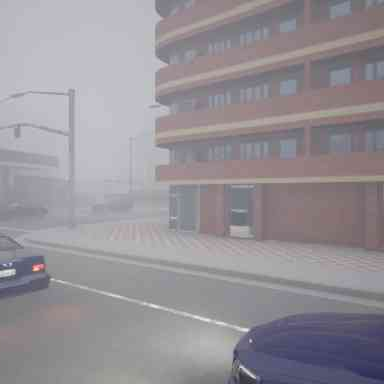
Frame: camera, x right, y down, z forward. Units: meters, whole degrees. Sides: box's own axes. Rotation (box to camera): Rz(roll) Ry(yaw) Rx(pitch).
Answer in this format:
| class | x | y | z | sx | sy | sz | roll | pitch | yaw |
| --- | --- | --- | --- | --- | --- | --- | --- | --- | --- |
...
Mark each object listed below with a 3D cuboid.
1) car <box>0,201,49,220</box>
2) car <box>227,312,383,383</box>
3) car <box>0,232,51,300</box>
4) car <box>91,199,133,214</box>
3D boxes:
| class | x | y | z | sx | sy | sz | roll | pitch | yaw |
| --- | --- | --- | --- | --- | --- | --- | --- | --- | --- |
| car | -14.478 | 1.526 | 28.007 | 1.812 | 1.442 | 4.674 | 0 | 0 | 34 |
| car | 2.476 | 1.526 | 2.225 | 4.674 | 1.442 | 1.812 | 0 | 0 | 35 |
| car | -5.380 | 1.547 | 7.717 | 5.357 | 1.411 | 2.033 | 0 | 0 | 38 |
| car | -8.733 | 1.478 | 36.474 | 1.882 | 1.535 | 5.008 | 0 | 0 | 34 |
